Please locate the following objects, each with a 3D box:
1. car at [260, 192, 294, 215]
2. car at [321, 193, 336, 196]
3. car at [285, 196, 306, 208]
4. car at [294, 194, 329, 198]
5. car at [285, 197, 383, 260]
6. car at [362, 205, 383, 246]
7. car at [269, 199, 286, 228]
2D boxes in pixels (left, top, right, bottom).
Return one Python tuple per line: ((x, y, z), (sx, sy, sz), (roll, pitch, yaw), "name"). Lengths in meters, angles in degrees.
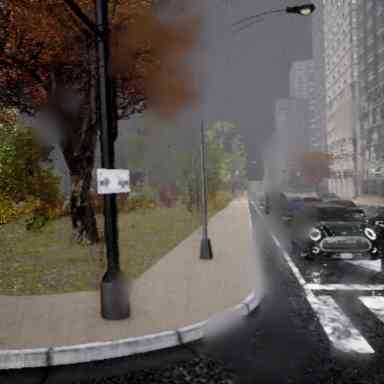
((7.984, 1.036, 31.789), (2.150, 2.045, 5.566), (-2, 0, 9), "car")
((15.988, 0.893, 39.610), (2.097, 1.767, 4.553), (-2, 0, 9), "car")
((12.877, 1.219, 41.644), (1.994, 1.385, 4.181), (-2, 0, 9), "car")
((11.277, 1.224, 31.742), (1.812, 1.442, 4.674), (-2, 0, 9), "car")
((4.819, 1.256, 11.863), (2.097, 1.767, 4.553), (-2, 0, 9), "car")
((8.223, 1.309, 12.525), (1.812, 1.442, 4.674), (-2, 0, 9), "car")
((6.312, 1.410, 21.213), (2.033, 1.411, 5.357), (-2, 0, 9), "car")
